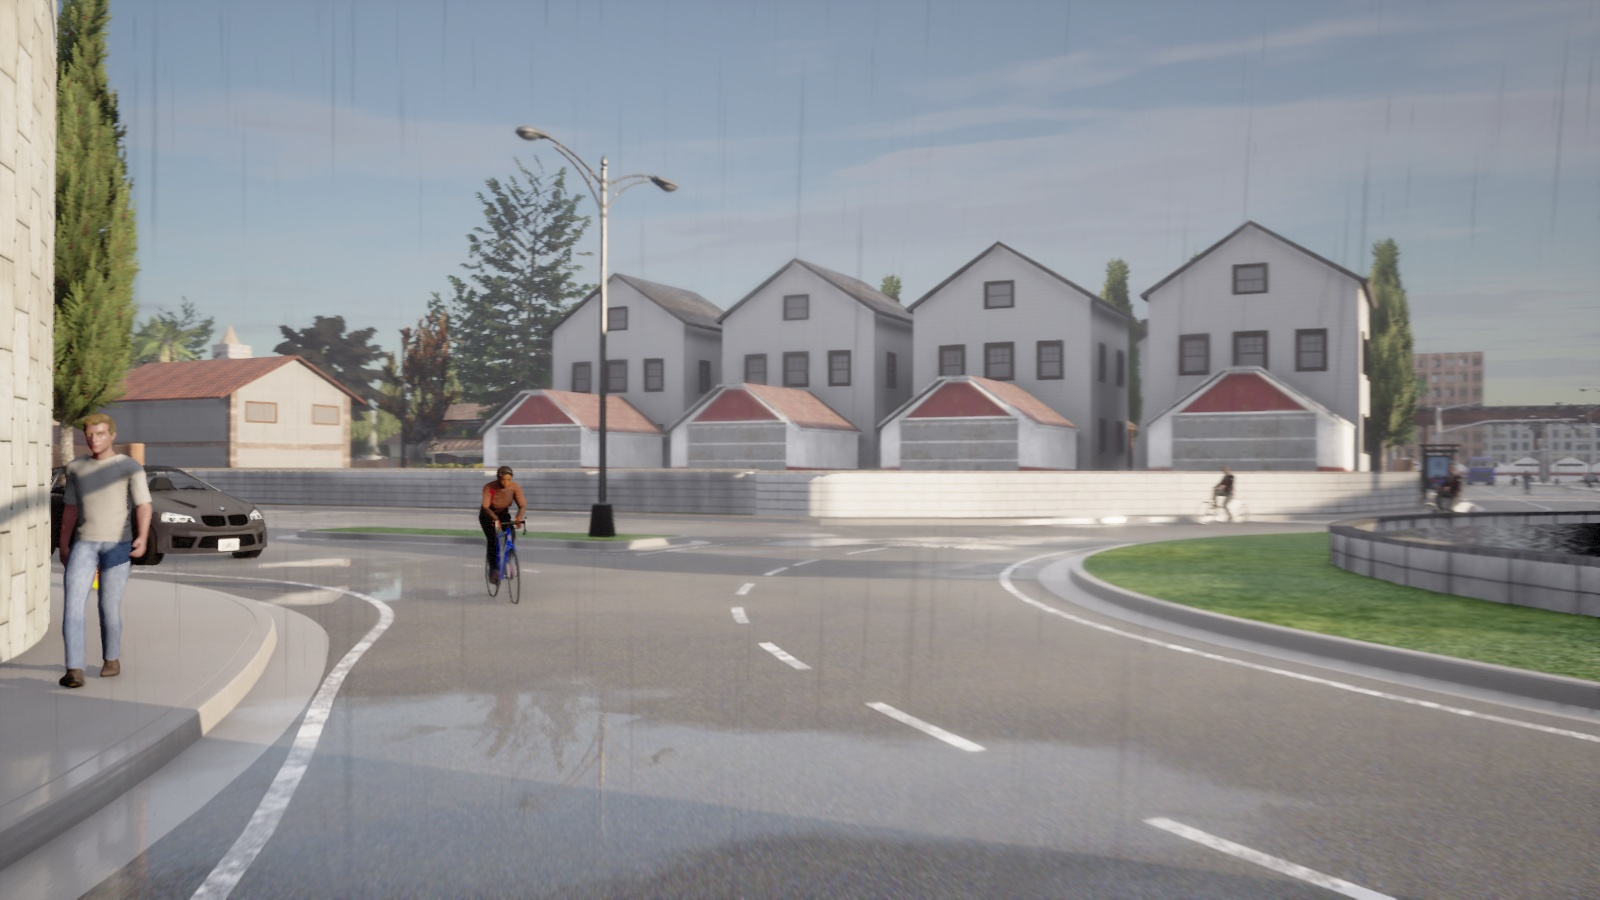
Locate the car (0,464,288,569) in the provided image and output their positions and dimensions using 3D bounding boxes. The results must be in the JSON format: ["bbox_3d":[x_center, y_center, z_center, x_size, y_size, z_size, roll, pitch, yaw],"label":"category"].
[{"bbox_3d":[-11.470,1.094,21.918,4.611,1.667,2.242,-1,-1,28],"label":"car"}]

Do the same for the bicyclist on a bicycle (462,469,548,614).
[{"bbox_3d":[-3.555,1.041,15.048,0.582,1.620,1.656,-1,0,-27],"label":"bicyclist on a bicycle"}]

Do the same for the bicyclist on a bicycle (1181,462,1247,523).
[{"bbox_3d":[12.120,1.233,36.766,1.843,1.776,0.659,0,-1,-21],"label":"bicyclist on a bicycle"}]

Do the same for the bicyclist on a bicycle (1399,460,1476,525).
[{"bbox_3d":[17.588,1.166,34.658,1.843,1.776,0.659,0,0,-9],"label":"bicyclist on a bicycle"}]

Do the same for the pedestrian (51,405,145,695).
[{"bbox_3d":[-4.653,0.637,8.352,0.354,1.836,0.706,0,-1,-12],"label":"pedestrian"}]
